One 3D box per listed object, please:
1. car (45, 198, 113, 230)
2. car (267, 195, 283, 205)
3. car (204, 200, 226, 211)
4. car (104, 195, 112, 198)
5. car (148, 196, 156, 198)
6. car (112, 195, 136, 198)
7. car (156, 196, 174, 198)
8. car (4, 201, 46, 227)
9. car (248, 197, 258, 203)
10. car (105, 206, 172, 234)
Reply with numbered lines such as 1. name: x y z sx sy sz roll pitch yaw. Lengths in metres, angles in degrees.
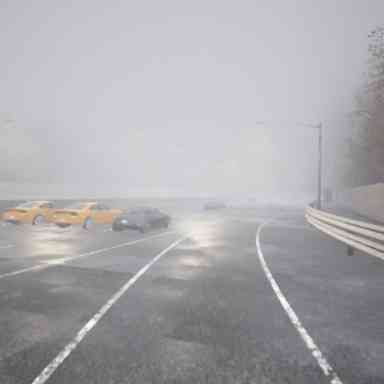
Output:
1. car: -6.051 1.356 20.073 1.882 1.535 5.008 1 0 21
2. car: 18.616 2.024 74.074 1.812 1.442 4.674 1 0 21
3. car: 3.036 1.681 43.591 1.994 1.385 4.181 1 0 21
4. car: -14.153 1.362 57.386 1.837 1.490 4.892 1 0 22
5. car: -8.447 1.552 72.045 2.033 1.411 5.357 1 0 21
6. car: -10.867 1.391 56.192 1.882 1.535 5.008 1 0 22
7. car: -5.154 1.566 70.855 1.837 1.490 4.892 1 0 21
8. car: -9.357 1.297 21.228 1.882 1.535 5.008 1 0 21
9. car: 15.647 1.966 85.770 1.882 1.535 5.008 1 0 21
10. car: -2.733 1.503 18.920 1.994 1.385 4.181 1 0 21
